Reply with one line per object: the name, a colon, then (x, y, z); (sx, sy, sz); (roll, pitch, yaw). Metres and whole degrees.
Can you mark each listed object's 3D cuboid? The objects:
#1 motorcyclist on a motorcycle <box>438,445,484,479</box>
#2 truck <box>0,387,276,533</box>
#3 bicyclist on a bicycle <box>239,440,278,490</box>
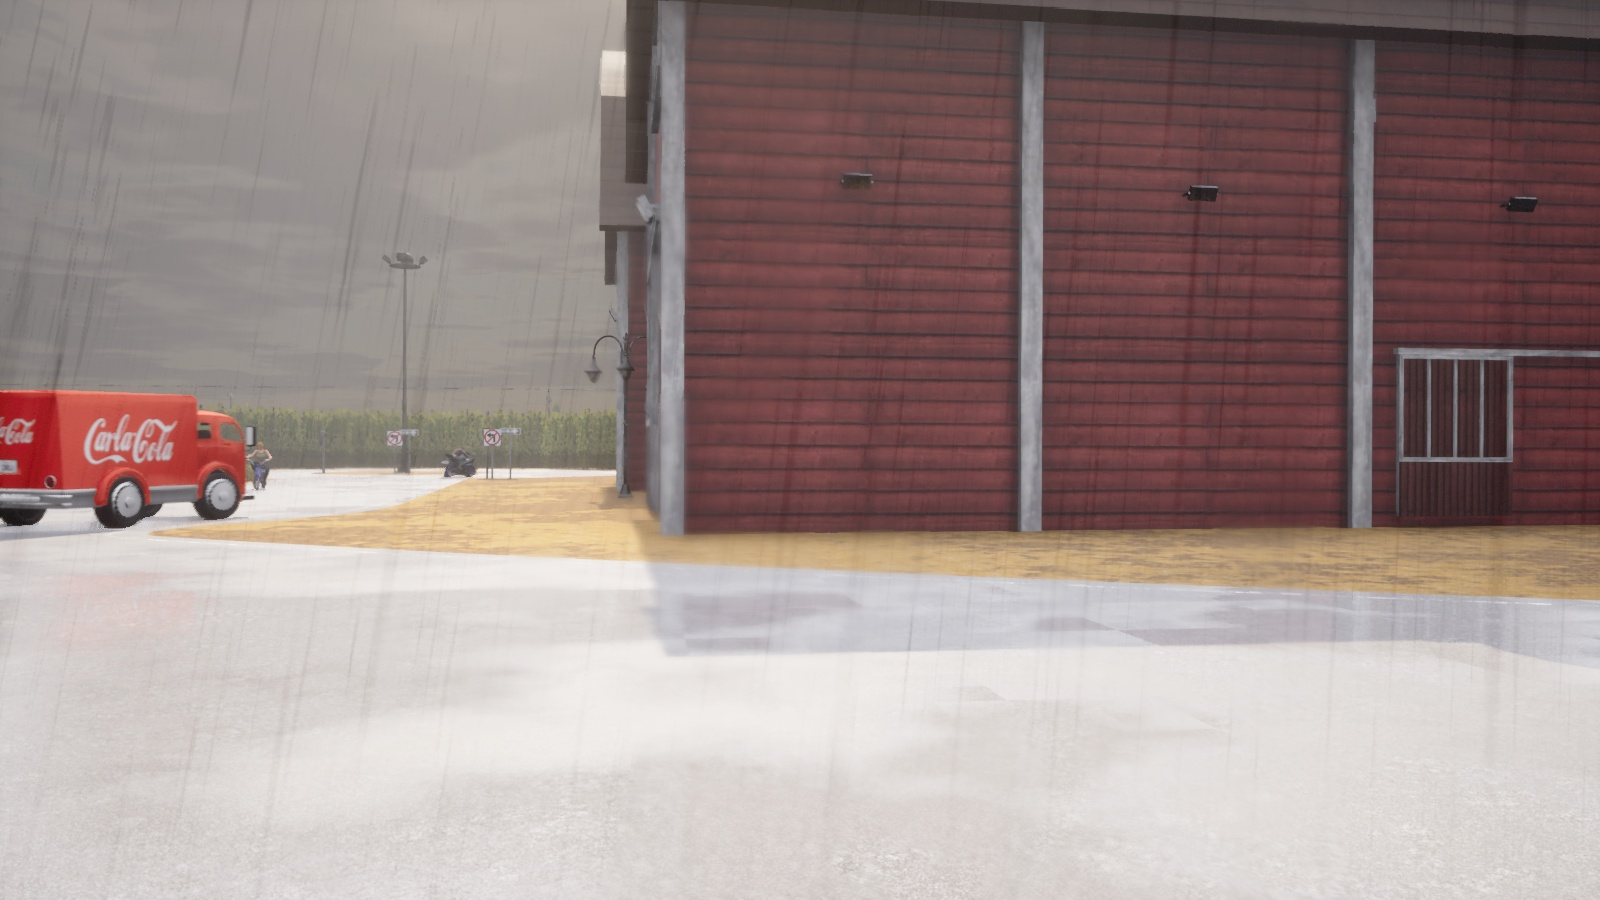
motorcyclist on a motorcycle: (-15.930, 0.562, 59.040); (0.866, 1.530, 2.191); (2, 1, 24)
truck: (-12.854, 0.142, 23.947); (2.627, 2.467, 5.204); (0, 0, 15)
bicyclist on a bicycle: (-17.926, 0.493, 41.611); (0.866, 1.612, 1.509); (0, 0, -11)
